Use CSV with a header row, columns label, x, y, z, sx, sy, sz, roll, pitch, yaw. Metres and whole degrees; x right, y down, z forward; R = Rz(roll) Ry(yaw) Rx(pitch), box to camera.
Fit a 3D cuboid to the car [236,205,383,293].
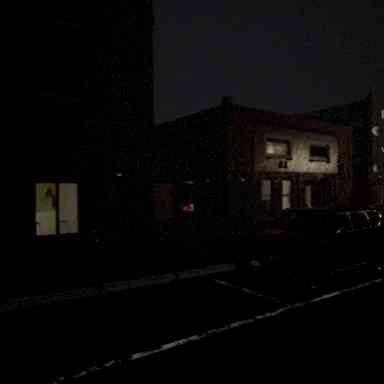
label,x,y,z,sx,sy,sz,roll,pitch,yaw
car,3.496,1.314,9.052,5.009,1.841,2.192,0,-1,-35
